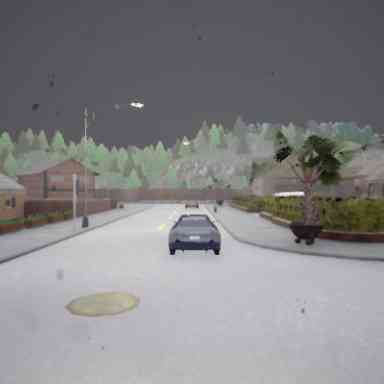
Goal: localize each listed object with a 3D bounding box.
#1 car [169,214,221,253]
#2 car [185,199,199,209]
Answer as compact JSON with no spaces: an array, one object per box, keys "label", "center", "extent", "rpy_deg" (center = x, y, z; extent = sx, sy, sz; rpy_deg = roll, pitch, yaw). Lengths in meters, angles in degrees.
[{"label":"car","center":[0.099,1.604,13.824],"extent":[1.994,1.385,4.181],"rpy_deg":[0,0,0]},{"label":"car","center":[-0.003,1.702,48.161],"extent":[1.994,1.385,4.181],"rpy_deg":[0,0,0]}]
